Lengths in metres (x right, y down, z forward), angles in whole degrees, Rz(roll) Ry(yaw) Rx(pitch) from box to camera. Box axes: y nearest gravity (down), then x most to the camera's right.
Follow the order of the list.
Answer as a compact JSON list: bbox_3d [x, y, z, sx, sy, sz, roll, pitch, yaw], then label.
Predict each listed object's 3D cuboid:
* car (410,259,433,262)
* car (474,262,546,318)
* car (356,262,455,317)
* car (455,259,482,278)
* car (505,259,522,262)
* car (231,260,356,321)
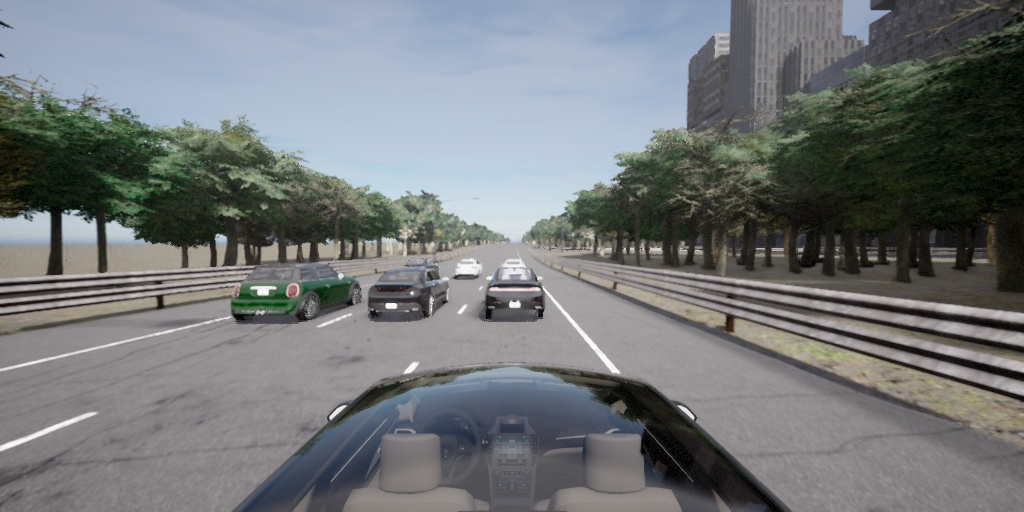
[{"bbox_3d":[-6.905,0.950,27.615,2.128,1.511,4.902,0,1,0],"label":"car"},{"bbox_3d":[0.090,1.131,12.439,2.128,1.511,4.902,0,1,0],"label":"car"},{"bbox_3d":[-3.409,1.142,12.582,1.837,1.490,4.892,0,1,0],"label":"car"},{"bbox_3d":[-3.400,0.971,28.583,1.812,1.442,4.674,0,1,0],"label":"car"},{"bbox_3d":[0.106,0.971,28.605,1.812,1.442,4.674,0,1,0],"label":"car"},{"bbox_3d":[-6.911,0.997,12.092,2.097,1.767,4.553,0,1,0],"label":"car"}]
